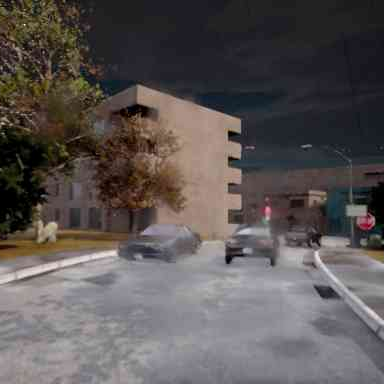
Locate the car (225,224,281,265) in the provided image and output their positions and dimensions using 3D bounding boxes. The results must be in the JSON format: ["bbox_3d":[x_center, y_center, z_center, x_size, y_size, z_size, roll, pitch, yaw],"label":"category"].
[{"bbox_3d":[2.516,2.010,13.325,1.812,1.442,4.674,-1,-5,17],"label":"car"}]

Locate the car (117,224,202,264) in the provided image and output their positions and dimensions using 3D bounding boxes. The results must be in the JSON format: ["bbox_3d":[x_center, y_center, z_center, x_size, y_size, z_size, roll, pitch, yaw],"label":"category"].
[{"bbox_3d":[-1.041,2.033,13.890,2.033,1.411,5.357,-1,-5,17],"label":"car"}]

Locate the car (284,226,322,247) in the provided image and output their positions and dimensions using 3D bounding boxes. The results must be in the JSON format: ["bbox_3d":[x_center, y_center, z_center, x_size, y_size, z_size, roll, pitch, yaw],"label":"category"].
[{"bbox_3d":[8.711,3.437,25.904,2.128,1.511,4.902,-2,-7,33],"label":"car"}]
